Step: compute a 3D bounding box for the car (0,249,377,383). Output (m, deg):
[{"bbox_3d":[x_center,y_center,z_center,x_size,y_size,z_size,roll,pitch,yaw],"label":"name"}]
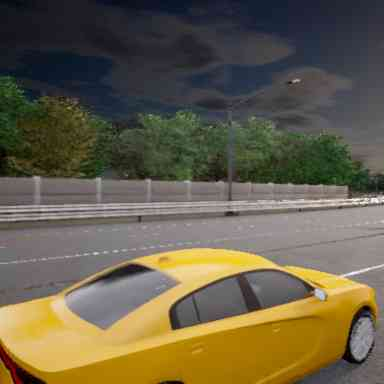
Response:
[{"bbox_3d":[0.368,1.477,4.134,5.008,1.535,1.882,0,0,-36],"label":"car"}]
